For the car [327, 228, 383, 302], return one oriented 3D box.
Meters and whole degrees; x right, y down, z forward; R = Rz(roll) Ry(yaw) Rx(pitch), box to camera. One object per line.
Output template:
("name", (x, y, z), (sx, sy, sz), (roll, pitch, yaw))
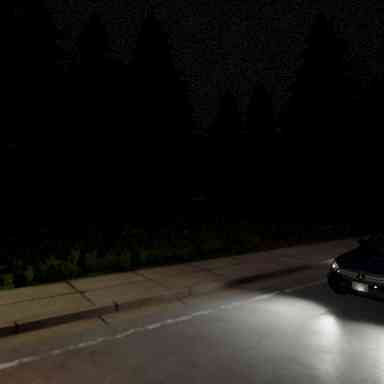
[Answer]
("car", (5.039, 1.512, 7.562), (4.674, 1.442, 1.812), (0, 0, -35))
